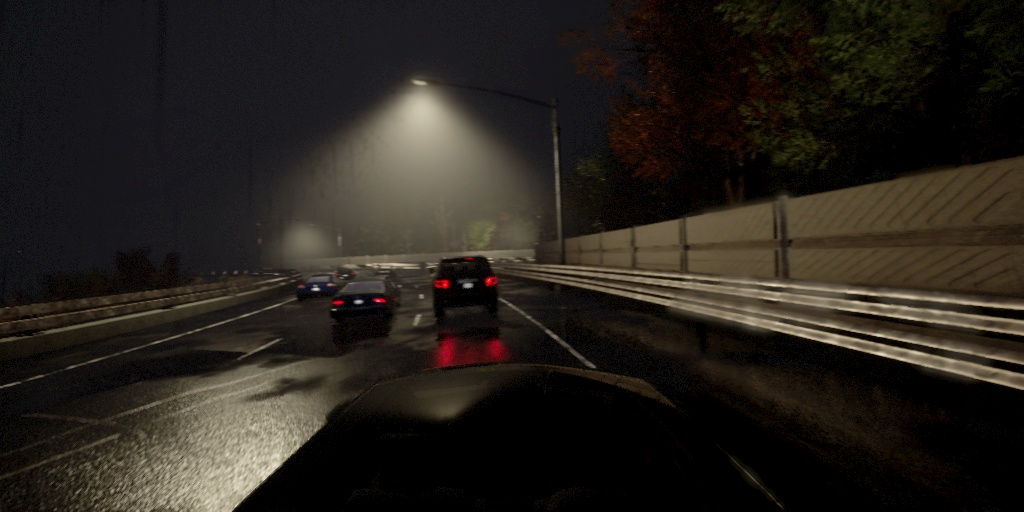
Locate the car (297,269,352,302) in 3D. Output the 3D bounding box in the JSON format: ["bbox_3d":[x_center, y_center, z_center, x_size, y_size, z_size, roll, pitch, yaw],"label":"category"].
[{"bbox_3d":[-10.789,1.726,20.602,1.994,1.385,4.181,-3,0,-16],"label":"car"}]

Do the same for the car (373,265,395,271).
[{"bbox_3d":[-12.538,1.683,35.349,2.128,1.511,4.902,-3,0,-24],"label":"car"}]

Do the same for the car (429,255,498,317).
[{"bbox_3d":[-1.954,1.019,13.885,2.150,2.045,5.566,-3,0,-12],"label":"car"}]

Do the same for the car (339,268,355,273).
[{"bbox_3d":[-17.396,1.962,37.447,1.994,1.385,4.181,-3,0,-26],"label":"car"}]

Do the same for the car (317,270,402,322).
[{"bbox_3d":[-5.314,1.492,13.556,2.033,1.411,5.357,-3,0,-13],"label":"car"}]
